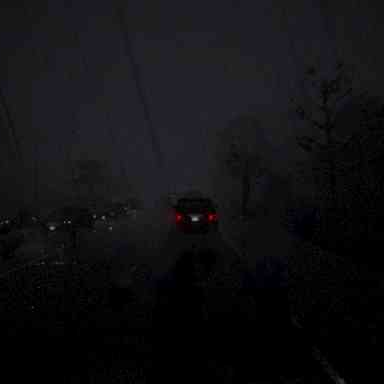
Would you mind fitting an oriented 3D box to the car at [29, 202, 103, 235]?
[{"bbox_3d":[-7.047,1.559,19.234,2.128,1.511,4.902,0,0,0],"label":"car"}]

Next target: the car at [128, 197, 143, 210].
[{"bbox_3d":[-6.923,1.325,39.040,1.994,1.385,4.181,0,3,0],"label":"car"}]

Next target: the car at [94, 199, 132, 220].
[{"bbox_3d":[-6.977,1.616,29.027,2.033,1.411,5.357,0,1,1],"label":"car"}]

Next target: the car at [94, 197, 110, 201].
[{"bbox_3d":[-10.428,1.329,38.949,1.994,1.385,4.181,0,3,0],"label":"car"}]

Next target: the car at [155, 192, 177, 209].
[{"bbox_3d":[-3.316,1.210,39.934,2.128,1.511,4.902,0,3,0],"label":"car"}]

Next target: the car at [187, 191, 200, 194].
[{"bbox_3d":[0.191,0.804,42.704,2.150,2.045,5.566,0,3,0],"label":"car"}]

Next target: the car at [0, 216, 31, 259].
[{"bbox_3d":[-7.076,1.637,10.065,1.895,1.301,4.718,0,0,0],"label":"car"}]

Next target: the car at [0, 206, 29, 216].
[{"bbox_3d":[-10.544,1.595,19.672,1.812,1.442,4.674,0,0,0],"label":"car"}]

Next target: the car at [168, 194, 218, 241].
[{"bbox_3d":[0.137,1.281,17.095,2.150,2.045,5.566,0,0,0],"label":"car"}]

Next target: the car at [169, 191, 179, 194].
[{"bbox_3d":[-3.280,0.490,56.010,2.033,1.411,5.357,0,3,-1],"label":"car"}]
